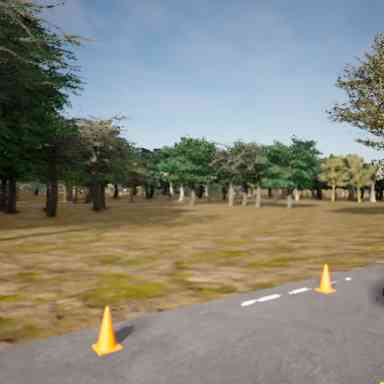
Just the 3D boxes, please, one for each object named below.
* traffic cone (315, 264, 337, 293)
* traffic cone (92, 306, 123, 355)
[{"bbox_3d":[3.054,1.948,7.582,0.340,0.580,0.340,0,0,-32],"label":"traffic cone"},{"bbox_3d":[-1.213,1.943,4.785,0.340,0.580,0.340,0,0,-34],"label":"traffic cone"}]
